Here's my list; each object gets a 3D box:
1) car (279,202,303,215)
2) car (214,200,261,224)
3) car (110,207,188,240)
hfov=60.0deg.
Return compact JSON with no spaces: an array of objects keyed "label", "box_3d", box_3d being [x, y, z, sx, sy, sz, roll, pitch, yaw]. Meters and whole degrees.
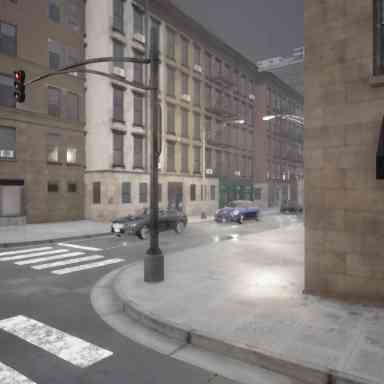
[{"label":"car","box_3d":[11.273,1.799,36.696,1.895,1.301,4.718,0,0,36]},{"label":"car","box_3d":[3.631,1.480,25.993,2.097,1.767,4.553,0,0,36]},{"label":"car","box_3d":[-2.161,1.568,17.842,2.128,1.511,4.902,0,0,35]}]
